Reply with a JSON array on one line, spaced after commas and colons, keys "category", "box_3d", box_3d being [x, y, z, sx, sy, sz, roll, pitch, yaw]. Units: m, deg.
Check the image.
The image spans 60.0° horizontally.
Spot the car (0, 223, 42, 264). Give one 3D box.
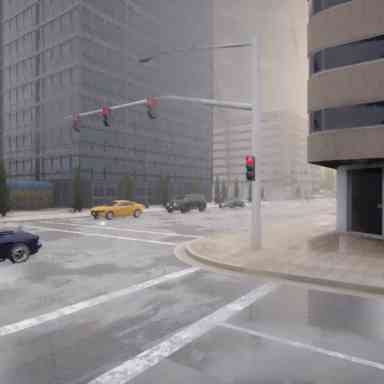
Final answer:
[{"category": "car", "box_3d": [-6.939, 1.601, 9.595, 1.895, 1.301, 4.718, 0, 0, 36]}]

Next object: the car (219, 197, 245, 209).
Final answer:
[{"category": "car", "box_3d": [5.398, 1.490, 44.808, 2.128, 1.511, 4.902, 0, 0, 36]}]

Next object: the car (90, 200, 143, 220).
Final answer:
[{"category": "car", "box_3d": [-6.374, 1.478, 28.601, 1.882, 1.535, 5.008, 0, 0, 36]}]

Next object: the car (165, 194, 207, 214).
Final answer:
[{"category": "car", "box_3d": [-0.555, 1.222, 36.612, 2.150, 2.045, 5.566, 0, 0, 36]}]
